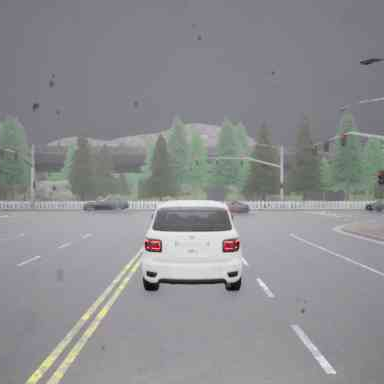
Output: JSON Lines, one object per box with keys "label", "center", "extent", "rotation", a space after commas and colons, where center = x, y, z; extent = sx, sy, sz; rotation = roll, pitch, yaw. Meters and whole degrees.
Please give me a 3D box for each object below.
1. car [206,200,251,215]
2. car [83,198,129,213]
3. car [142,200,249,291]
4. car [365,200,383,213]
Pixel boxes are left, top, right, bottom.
{"label": "car", "center": [3.499, 1.513, 32.592], "extent": [4.181, 1.385, 1.994], "rotation": [0, 0, 0]}
{"label": "car", "center": [-9.282, 1.431, 36.024], "extent": [4.902, 1.511, 2.128], "rotation": [0, 0, 0]}
{"label": "car", "center": [0.008, 1.220, 9.127], "extent": [2.150, 2.045, 5.566], "rotation": [0, 0, 0]}
{"label": "car", "center": [21.209, 1.501, 36.156], "extent": [4.181, 1.385, 1.994], "rotation": [0, 0, 0]}
